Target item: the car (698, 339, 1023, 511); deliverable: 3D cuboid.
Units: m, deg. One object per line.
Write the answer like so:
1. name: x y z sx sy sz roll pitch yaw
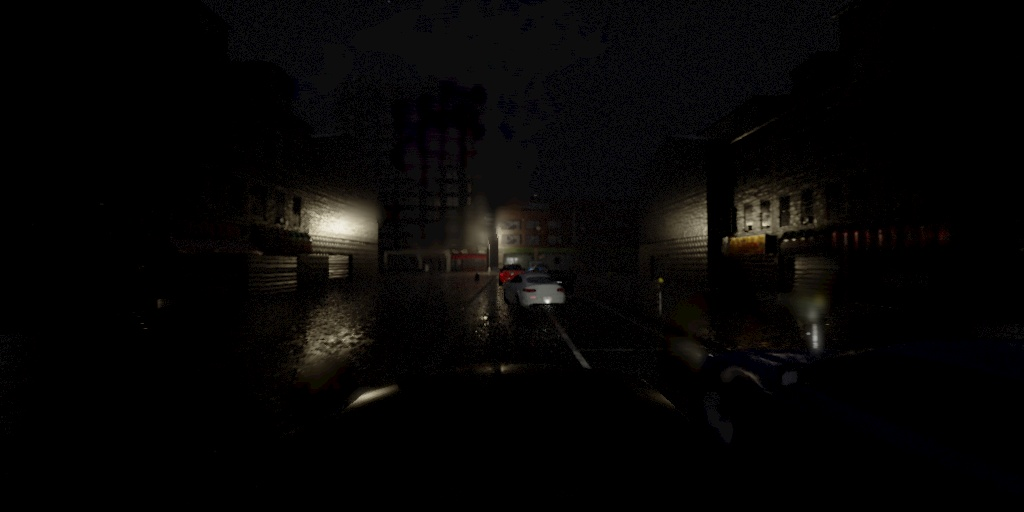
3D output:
1. car: 3.016 1.231 2.032 1.882 1.535 5.008 0 -1 0

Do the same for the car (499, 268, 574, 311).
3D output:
1. car: 0.830 1.406 15.106 1.812 1.442 4.674 0 -1 -11

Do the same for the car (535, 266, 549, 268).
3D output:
1. car: 2.617 1.516 21.628 1.948 1.339 4.313 0 0 0

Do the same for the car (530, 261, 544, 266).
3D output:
1. car: 2.604 1.515 32.575 1.967 1.591 4.097 0 0 0

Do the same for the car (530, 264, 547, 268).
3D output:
1. car: 2.610 1.537 27.272 1.751 1.417 4.829 0 0 0

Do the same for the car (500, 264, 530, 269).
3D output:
1. car: 0.048 1.379 28.376 2.097 1.767 4.553 0 -1 0
